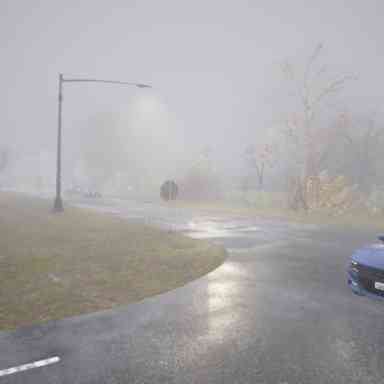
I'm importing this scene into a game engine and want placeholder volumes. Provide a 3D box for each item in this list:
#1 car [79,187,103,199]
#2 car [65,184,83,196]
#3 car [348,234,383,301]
[{"bbox_3d":[-14.652,0.304,48.860,1.895,1.301,4.718,1,1,-33],"label":"car"},{"bbox_3d":[-20.131,-0.349,57.220,2.150,2.045,5.566,1,1,-33],"label":"car"},{"bbox_3d":[5.412,1.386,7.174,5.008,1.535,1.882,0,1,-33],"label":"car"}]
